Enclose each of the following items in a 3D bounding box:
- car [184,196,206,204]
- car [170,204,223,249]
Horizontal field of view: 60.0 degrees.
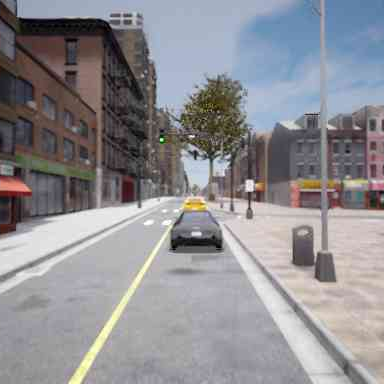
[{"bbox_3d":[0.267,1.188,30.141,1.882,1.535,5.008,0,0,0],"label":"car"},{"bbox_3d":[0.171,1.418,13.687,1.994,1.385,4.181,0,1,0],"label":"car"}]
